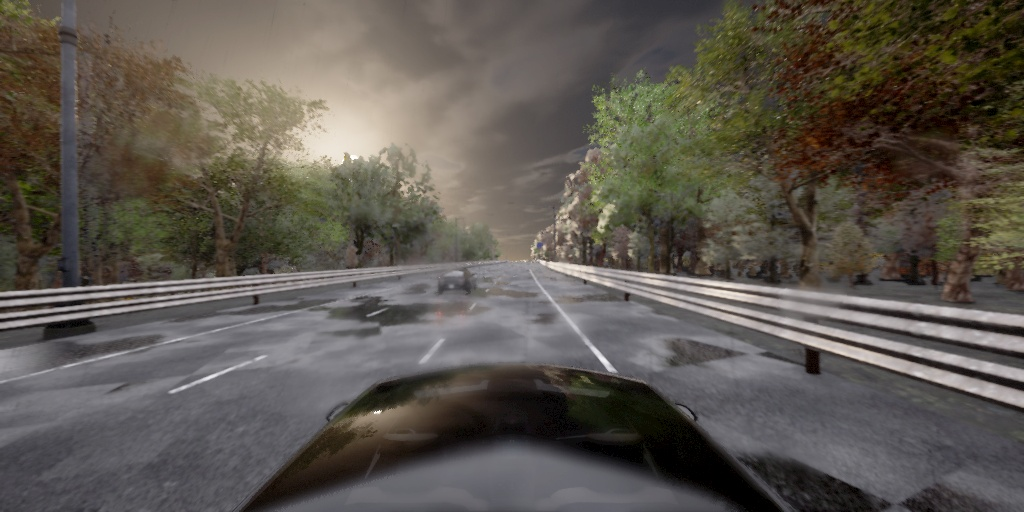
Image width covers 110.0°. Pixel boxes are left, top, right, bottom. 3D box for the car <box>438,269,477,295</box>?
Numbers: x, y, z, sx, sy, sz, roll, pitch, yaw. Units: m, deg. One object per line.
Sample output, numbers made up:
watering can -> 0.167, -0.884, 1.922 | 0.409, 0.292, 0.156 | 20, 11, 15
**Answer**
car -> -3.197, 1.467, 21.469 | 1.812, 1.442, 4.674 | -1, 0, 1
